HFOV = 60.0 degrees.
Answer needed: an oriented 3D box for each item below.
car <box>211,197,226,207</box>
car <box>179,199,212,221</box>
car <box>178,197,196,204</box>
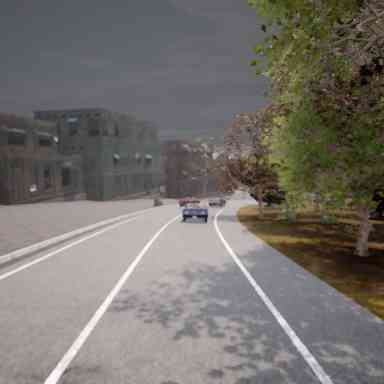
[{"bbox_3d":[3.600,1.360,46.594,2.033,1.411,5.357,1,0,14],"label":"car"},{"bbox_3d":[0.381,1.516,26.187,1.895,1.301,4.718,0,0,5],"label":"car"},{"bbox_3d":[-0.380,1.363,43.863,1.895,1.301,4.718,1,1,13],"label":"car"}]
